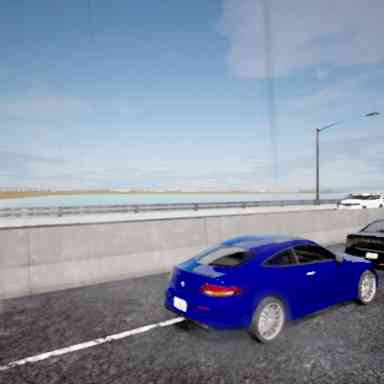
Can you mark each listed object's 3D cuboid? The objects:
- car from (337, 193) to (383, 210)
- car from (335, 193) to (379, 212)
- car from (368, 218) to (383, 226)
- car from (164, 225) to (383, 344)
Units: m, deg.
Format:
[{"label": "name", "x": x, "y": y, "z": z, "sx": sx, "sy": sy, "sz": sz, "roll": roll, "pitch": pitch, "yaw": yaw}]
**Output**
[{"label": "car", "x": 16.994, "y": 1.149, "z": 33.194, "sx": 5.566, "sy": 2.045, "sz": 2.150, "roll": 0, "pitch": 0, "yaw": -35}, {"label": "car", "x": 19.519, "y": 1.137, "z": 39.225, "sx": 5.566, "sy": 2.045, "sz": 2.150, "roll": 0, "pitch": 0, "yaw": -35}, {"label": "car", "x": 6.569, "y": 1.453, "z": 9.858, "sx": 5.008, "sy": 1.535, "sz": 1.882, "roll": 0, "pitch": 0, "yaw": -35}, {"label": "car", "x": 1.695, "y": 1.520, "z": 6.376, "sx": 4.674, "sy": 1.442, "sz": 1.812, "roll": 0, "pitch": 0, "yaw": -36}]
